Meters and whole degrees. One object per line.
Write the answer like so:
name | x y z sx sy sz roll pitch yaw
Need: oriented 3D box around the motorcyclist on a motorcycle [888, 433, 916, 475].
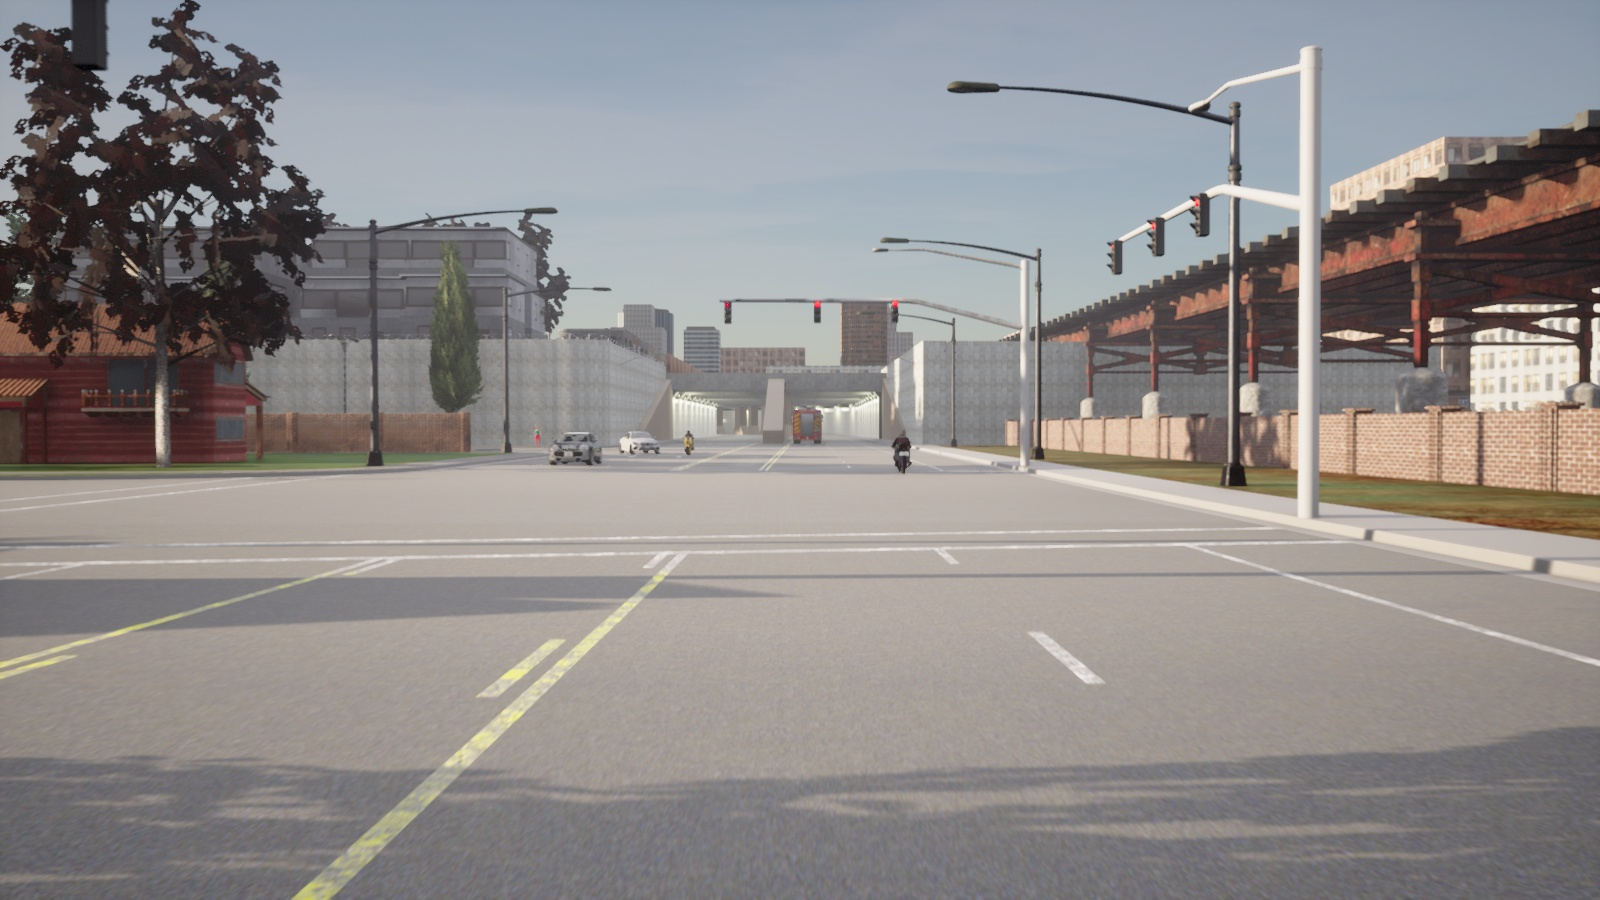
motorcyclist on a motorcycle | 3.776 0.135 46.508 0.866 1.530 2.191 0 1 0

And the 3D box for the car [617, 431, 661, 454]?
car | -10.196 -0.490 79.455 1.812 1.442 4.674 0 1 -19

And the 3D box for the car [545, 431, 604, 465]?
car | -10.165 -0.121 56.791 1.970 1.475 3.806 0 1 0
